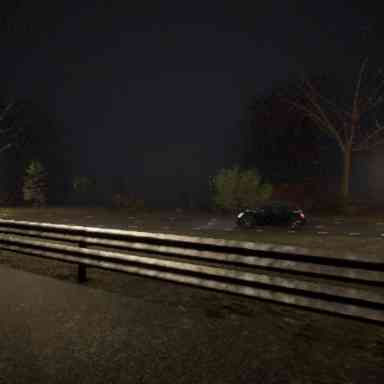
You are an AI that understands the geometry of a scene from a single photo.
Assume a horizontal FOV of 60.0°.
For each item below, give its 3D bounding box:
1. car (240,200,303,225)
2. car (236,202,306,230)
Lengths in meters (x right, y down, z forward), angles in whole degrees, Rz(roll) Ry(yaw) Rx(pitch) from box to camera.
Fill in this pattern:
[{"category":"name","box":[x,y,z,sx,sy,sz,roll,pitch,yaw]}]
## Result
[{"category":"car","box":[6.178,1.541,25.884,4.553,1.767,2.097,0,0,15]},{"category":"car","box":[5.272,1.553,22.504,4.553,1.767,2.097,0,0,15]}]
